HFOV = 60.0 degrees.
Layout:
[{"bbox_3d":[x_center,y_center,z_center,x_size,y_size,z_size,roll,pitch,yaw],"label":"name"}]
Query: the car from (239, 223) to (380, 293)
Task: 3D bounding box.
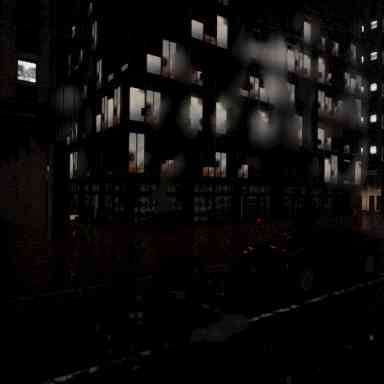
[{"bbox_3d":[3.239,1.546,8.861,4.507,1.381,1.887,0,1,-36],"label":"car"}]
